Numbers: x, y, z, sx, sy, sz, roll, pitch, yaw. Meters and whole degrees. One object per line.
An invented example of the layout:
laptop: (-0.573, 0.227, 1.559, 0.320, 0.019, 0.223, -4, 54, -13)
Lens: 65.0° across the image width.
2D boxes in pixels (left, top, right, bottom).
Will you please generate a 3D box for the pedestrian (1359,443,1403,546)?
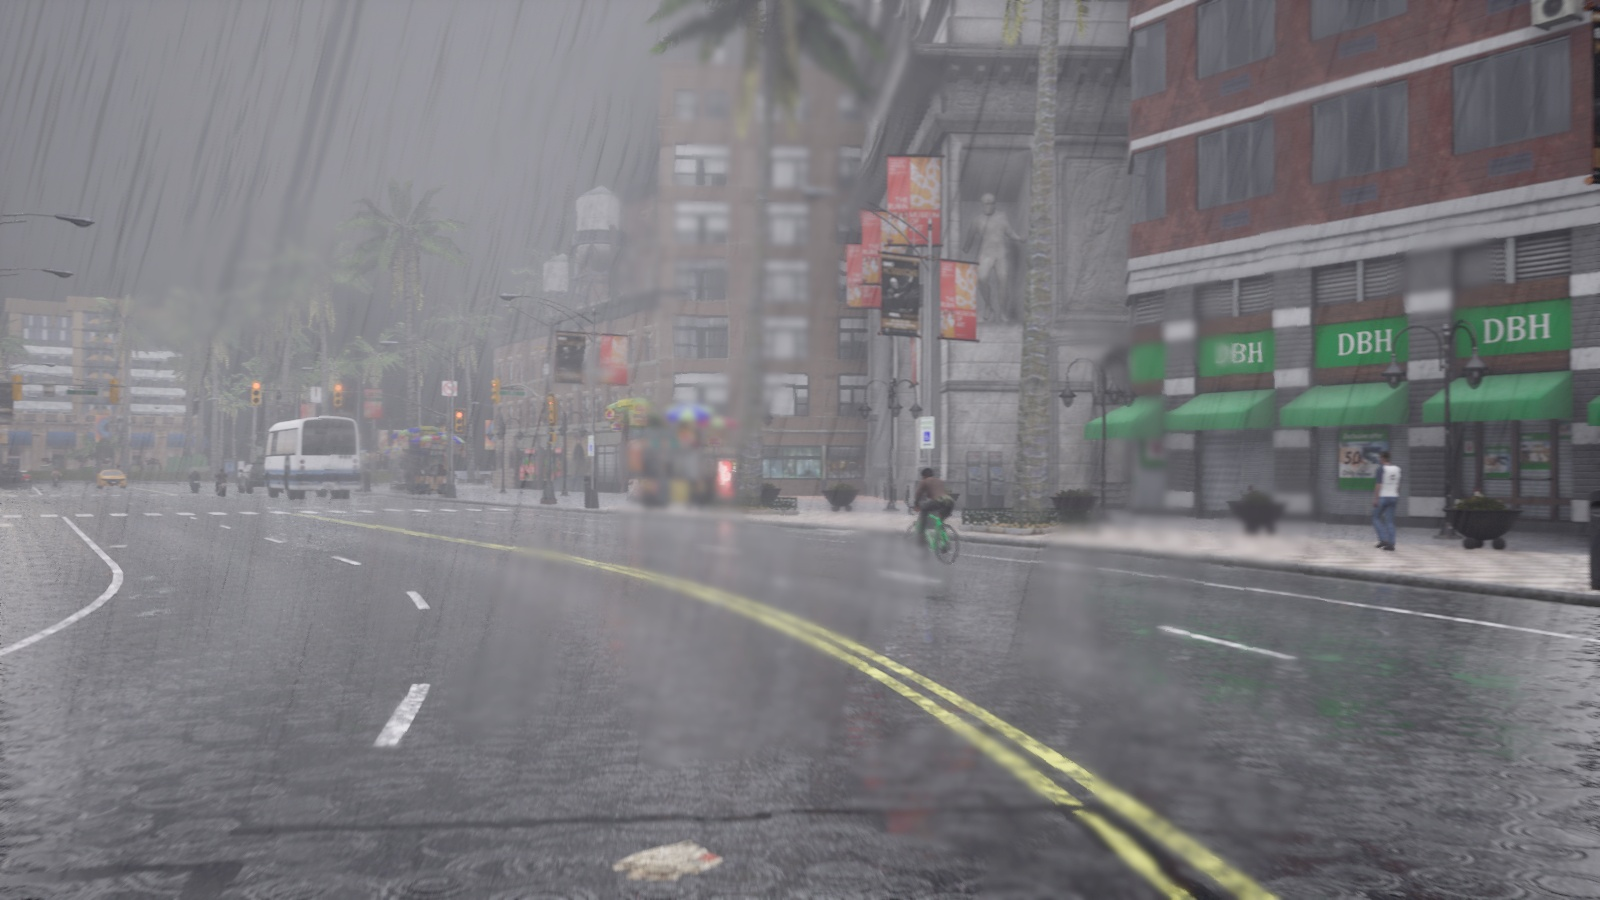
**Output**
pedestrian: (10.584, 0.802, 22.882, 0.354, 1.836, 0.706, 0, -1, -13)

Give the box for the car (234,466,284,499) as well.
car: (-35.298, 2.080, 81.887, 2.150, 2.045, 5.566, 0, -1, -32)

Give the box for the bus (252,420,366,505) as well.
bus: (-26.968, 0.721, 68.636, 3.944, 4.253, 10.273, 0, -1, -32)

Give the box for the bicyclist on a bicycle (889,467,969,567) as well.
bicyclist on a bicycle: (2.173, 1.114, 21.344, 0.582, 1.620, 1.656, 0, -1, -25)
